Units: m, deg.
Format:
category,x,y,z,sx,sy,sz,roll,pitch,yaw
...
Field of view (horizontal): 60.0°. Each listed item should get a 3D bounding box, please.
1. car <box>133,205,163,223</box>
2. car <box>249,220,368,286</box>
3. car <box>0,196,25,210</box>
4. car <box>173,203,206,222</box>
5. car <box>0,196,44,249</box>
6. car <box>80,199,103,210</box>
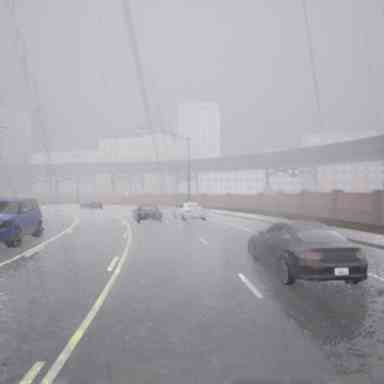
category,x,y,z,sx,sy,sz,roll,pitch,yaw
car,-3.614,1.685,26.359,1.895,1.301,4.718,0,0,-15
car,2.965,1.524,9.334,1.812,1.442,4.674,0,0,-5
car,-28.292,1.707,51.627,5.566,2.045,2.150,-1,0,39
car,-0.242,1.581,27.120,1.812,1.442,4.674,0,0,-15
car,-8.510,1.312,15.214,2.150,2.045,5.566,0,0,-9
car,-14.546,1.740,48.076,2.163,1.488,4.792,-1,0,-38
